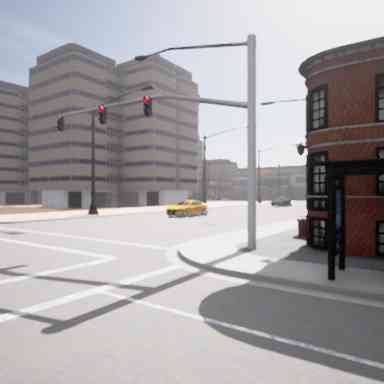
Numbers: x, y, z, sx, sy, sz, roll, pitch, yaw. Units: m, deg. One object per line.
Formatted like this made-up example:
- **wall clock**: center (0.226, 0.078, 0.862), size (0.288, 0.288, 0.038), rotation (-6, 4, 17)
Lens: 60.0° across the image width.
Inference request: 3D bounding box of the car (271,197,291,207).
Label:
- **car**: center (13.622, 1.534, 50.659), size (1.837, 1.490, 4.892), rotation (0, 0, 36)

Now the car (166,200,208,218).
- **car**: center (-0.385, 1.505, 31.046), size (1.882, 1.535, 5.008), rotation (0, 0, 35)
